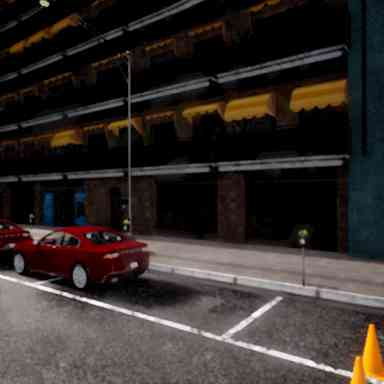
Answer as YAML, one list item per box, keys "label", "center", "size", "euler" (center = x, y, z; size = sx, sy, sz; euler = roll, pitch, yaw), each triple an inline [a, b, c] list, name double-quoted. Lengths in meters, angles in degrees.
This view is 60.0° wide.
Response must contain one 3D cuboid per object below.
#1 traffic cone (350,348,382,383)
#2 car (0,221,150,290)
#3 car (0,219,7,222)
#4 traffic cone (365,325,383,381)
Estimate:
- label: "traffic cone"
  center: [1.687, 1.967, 3.366]
  size: [0.340, 0.580, 0.340]
  euler: [-1, 0, 35]
- label: "car"
  center: [-3.204, 1.622, 9.209]
  size: [4.507, 1.381, 1.887]
  euler: [-1, 0, 35]
- label: "car"
  center: [-7.838, 1.670, 12.469]
  size: [4.507, 1.381, 1.887]
  euler: [-1, 0, 35]
- label: "traffic cone"
  center: [2.263, 1.969, 4.184]
  size: [0.340, 0.580, 0.340]
  euler: [-1, 0, 35]
